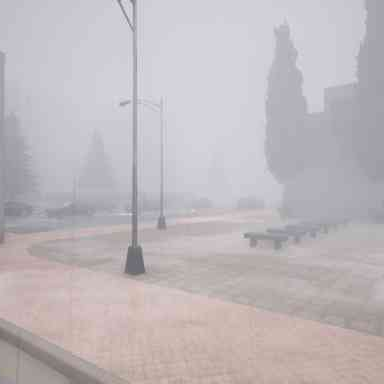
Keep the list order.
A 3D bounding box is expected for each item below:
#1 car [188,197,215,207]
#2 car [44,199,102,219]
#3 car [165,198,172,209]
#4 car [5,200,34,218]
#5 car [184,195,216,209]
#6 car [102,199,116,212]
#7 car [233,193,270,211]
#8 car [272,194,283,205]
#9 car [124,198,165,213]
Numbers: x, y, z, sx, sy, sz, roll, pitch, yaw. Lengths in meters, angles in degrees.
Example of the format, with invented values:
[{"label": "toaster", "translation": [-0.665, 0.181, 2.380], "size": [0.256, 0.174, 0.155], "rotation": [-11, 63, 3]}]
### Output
[{"label": "car", "translation": [1.493, 1.564, 51.303], "size": [1.994, 1.385, 4.181], "rotation": [0, 0, 38]}, {"label": "car", "translation": [-10.742, 1.526, 29.708], "size": [1.812, 1.442, 4.674], "rotation": [0, 0, 37]}, {"label": "car", "translation": [-4.659, 1.505, 43.363], "size": [1.837, 1.490, 4.892], "rotation": [0, 0, 38]}, {"label": "car", "translation": [-16.207, 1.505, 28.462], "size": [1.837, 1.490, 4.892], "rotation": [0, 0, 39]}, {"label": "car", "translation": [0.902, 1.505, 44.834], "size": [1.837, 1.490, 4.892], "rotation": [0, 0, 38]}, {"label": "car", "translation": [-10.424, 1.491, 35.890], "size": [2.128, 1.511, 4.902], "rotation": [0, 0, 38]}, {"label": "car", "translation": [7.403, 1.352, 41.495], "size": [2.097, 1.767, 4.553], "rotation": [0, 0, 38]}, {"label": "car", "translation": [16.398, 1.564, 58.909], "size": [1.994, 1.385, 4.181], "rotation": [0, 0, 38]}, {"label": "car", "translation": [-5.438, 1.564, 36.612], "size": [1.994, 1.385, 4.181], "rotation": [0, 0, 38]}]
